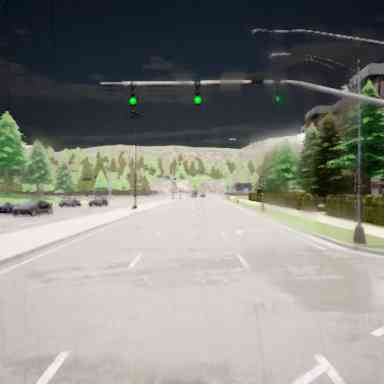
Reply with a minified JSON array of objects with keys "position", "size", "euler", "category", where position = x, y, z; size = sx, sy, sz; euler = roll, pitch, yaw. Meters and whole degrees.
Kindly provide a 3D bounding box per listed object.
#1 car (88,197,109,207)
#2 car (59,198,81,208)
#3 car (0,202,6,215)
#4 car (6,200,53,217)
[{"position":[-14.154,1.538,50.739],"size":[2.033,1.411,5.357],"euler":[0,0,2],"category":"car"},{"position":[-17.753,1.561,48.506],"size":[1.994,1.385,4.181],"euler":[0,0,2],"category":"car"},{"position":[-18.266,1.608,33.230],"size":[1.895,1.301,4.718],"euler":[0,0,2],"category":"car"},{"position":[-14.905,1.481,31.285],"size":[1.882,1.535,5.008],"euler":[0,0,2],"category":"car"}]
